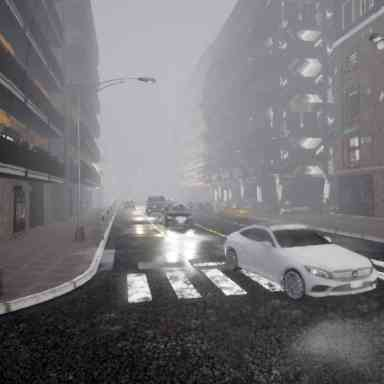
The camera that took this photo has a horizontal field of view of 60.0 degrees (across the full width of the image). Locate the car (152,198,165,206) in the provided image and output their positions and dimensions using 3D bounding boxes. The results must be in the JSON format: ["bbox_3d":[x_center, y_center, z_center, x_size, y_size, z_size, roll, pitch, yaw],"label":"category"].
[{"bbox_3d":[-6.535,1.889,64.406,2.128,1.511,4.902,-1,0,-12],"label":"car"}]

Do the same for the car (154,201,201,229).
[{"bbox_3d":[-1.171,1.613,23.157,2.128,1.511,4.902,-1,0,-12],"label":"car"}]

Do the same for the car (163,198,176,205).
[{"bbox_3d":[-4.511,1.936,67.380,2.008,1.369,4.403,-1,0,-12],"label":"car"}]

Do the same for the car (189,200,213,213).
[{"bbox_3d":[1.289,1.707,39.670,1.887,1.381,4.507,-1,0,-12],"label":"car"}]

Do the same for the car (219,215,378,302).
[{"bbox_3d":[2.402,1.547,8.647,1.812,1.442,4.674,-1,0,-20],"label":"car"}]

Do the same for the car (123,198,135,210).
[{"bbox_3d":[-9.237,1.935,49.055,1.802,1.307,4.206,-1,0,-12],"label":"car"}]

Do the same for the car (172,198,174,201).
[{"bbox_3d":[-4.410,1.807,54.264,2.128,1.511,4.902,-1,0,-12],"label":"car"}]

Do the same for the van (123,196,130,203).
[{"bbox_3d":[-17.360,2.012,87.852,1.690,1.788,3.998,-1,0,-12],"label":"van"}]

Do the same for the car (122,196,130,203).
[{"bbox_3d":[-18.521,2.039,93.392,2.192,1.841,5.009,-1,0,-12],"label":"car"}]

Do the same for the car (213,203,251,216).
[{"bbox_3d":[3.574,1.607,28.754,1.752,1.417,4.829,-1,0,-12],"label":"car"}]

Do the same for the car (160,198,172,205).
[{"bbox_3d":[-5.671,1.981,72.922,2.008,1.369,4.403,-1,0,-12],"label":"car"}]

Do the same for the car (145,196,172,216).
[{"bbox_3d":[-3.847,1.435,35.983,2.150,2.045,5.566,-1,0,-11],"label":"car"}]

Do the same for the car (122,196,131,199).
[{"bbox_3d":[-13.880,1.847,71.226,2.192,1.841,5.009,-1,0,-12],"label":"car"}]

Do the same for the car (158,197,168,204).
[{"bbox_3d":[-6.831,2.020,78.464,1.887,1.381,4.507,-1,0,-12],"label":"car"}]

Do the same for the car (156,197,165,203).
[{"bbox_3d":[-7.992,1.962,84.005,1.967,1.590,4.097,-1,0,-12],"label":"car"}]

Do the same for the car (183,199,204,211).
[{"bbox_3d":[0.129,1.751,45.211,1.887,1.381,4.507,-1,0,-12],"label":"car"}]
